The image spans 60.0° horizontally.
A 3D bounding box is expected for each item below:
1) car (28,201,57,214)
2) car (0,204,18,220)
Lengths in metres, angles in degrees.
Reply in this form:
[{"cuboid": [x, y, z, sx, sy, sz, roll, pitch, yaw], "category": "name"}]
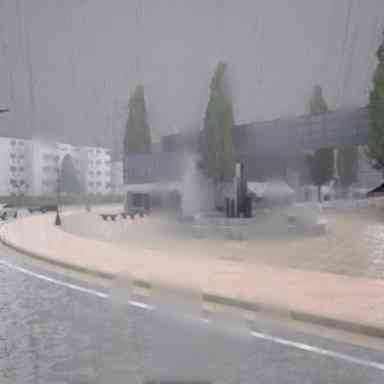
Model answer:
[{"cuboid": [-18.440, 1.856, 41.505, 2.128, 1.511, 4.902, 0, 0, 6], "category": "car"}, {"cuboid": [-18.039, 1.833, 31.339, 1.812, 1.442, 4.674, 0, 0, -11], "category": "car"}]
